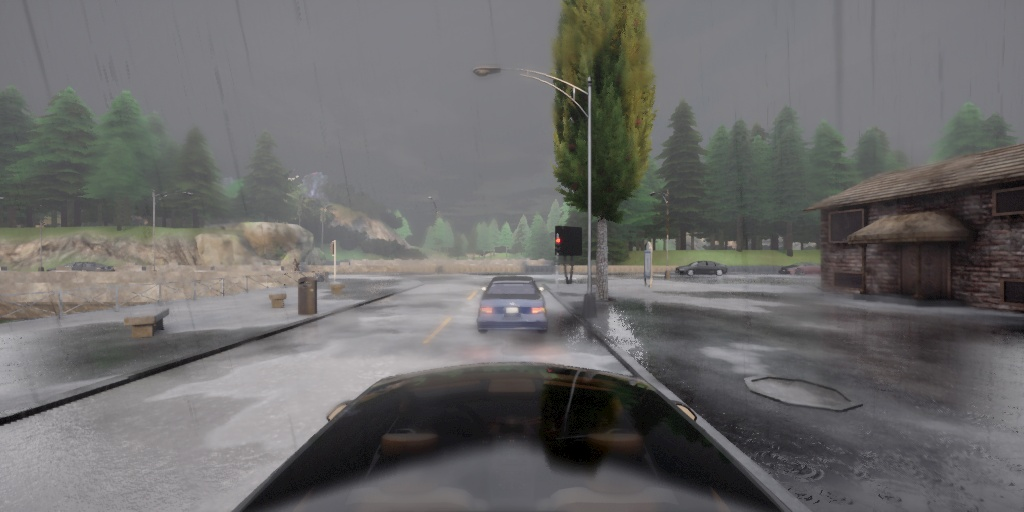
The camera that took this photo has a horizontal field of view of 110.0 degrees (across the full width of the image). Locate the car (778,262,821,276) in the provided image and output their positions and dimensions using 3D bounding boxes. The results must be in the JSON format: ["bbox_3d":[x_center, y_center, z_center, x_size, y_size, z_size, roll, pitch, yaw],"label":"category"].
[{"bbox_3d":[29.643,1.314,36.456,4.181,1.385,1.994,0,0,0],"label":"car"}]

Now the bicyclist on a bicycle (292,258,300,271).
[{"bbox_3d":[-24.512,1.099,40.678,0.582,1.620,1.656,0,0,0],"label":"bicyclist on a bicycle"}]

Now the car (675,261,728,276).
[{"bbox_3d":[19.203,1.255,36.463,4.892,1.490,1.837,0,0,0],"label":"car"}]

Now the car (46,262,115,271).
[{"bbox_3d":[-43.713,1.297,36.388,5.357,1.411,2.033,0,0,0],"label":"car"}]

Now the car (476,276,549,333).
[{"bbox_3d":[0.027,1.297,10.743,2.033,1.411,5.357,0,0,0],"label":"car"}]
